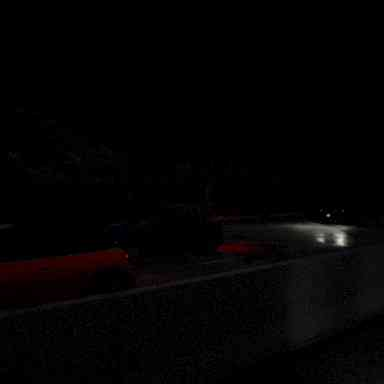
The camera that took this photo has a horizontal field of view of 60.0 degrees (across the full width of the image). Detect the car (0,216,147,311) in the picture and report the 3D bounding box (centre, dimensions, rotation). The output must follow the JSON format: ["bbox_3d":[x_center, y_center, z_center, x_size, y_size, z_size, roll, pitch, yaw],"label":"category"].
[{"bbox_3d":[-3.369,1.354,5.888,4.553,1.767,2.097,0,0,-36],"label":"car"}]

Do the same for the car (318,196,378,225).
[{"bbox_3d":[12.033,1.325,25.466,5.566,2.045,2.150,0,0,-35],"label":"car"}]

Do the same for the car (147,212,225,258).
[{"bbox_3d":[-1.113,1.503,11.797,5.008,1.535,1.882,0,0,-35],"label":"car"}]
